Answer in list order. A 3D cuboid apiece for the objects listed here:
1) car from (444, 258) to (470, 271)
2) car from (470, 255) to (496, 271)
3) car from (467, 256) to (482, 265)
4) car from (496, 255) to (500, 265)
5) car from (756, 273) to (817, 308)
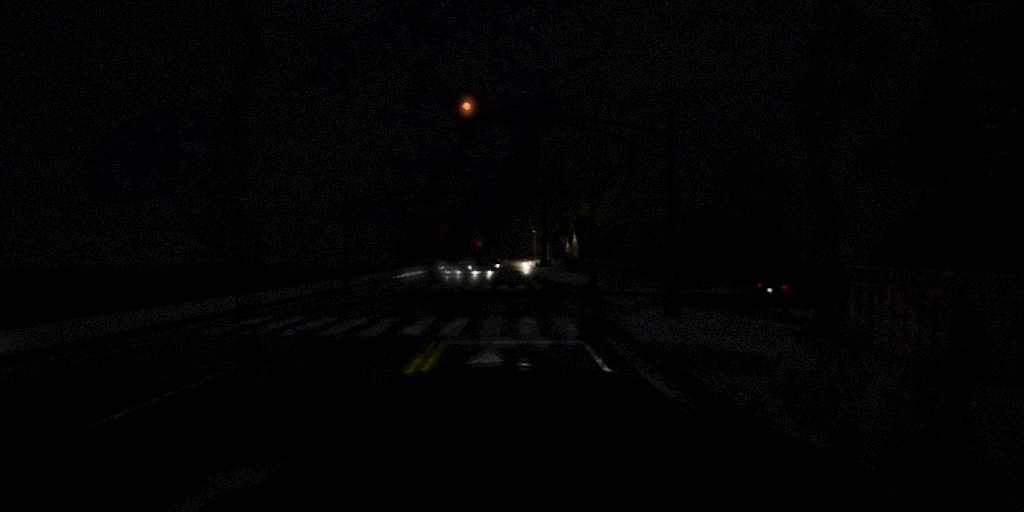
[{"bbox_3d":[-6.587,0.960,41.861,2.033,1.411,5.357,0,0,0],"label":"car"},{"bbox_3d":[-3.335,0.766,41.734,2.097,1.767,4.553,0,0,0],"label":"car"},{"bbox_3d":[-6.496,0.750,63.362,2.128,1.511,4.902,0,0,0],"label":"car"},{"bbox_3d":[-3.245,0.604,63.703,2.097,1.767,4.553,0,0,0],"label":"car"},{"bbox_3d":[12.479,1.387,14.665,4.181,1.385,1.994,1,-1,-2],"label":"car"}]
